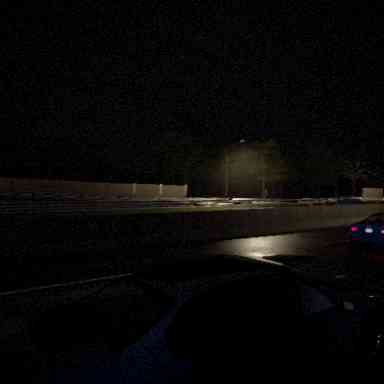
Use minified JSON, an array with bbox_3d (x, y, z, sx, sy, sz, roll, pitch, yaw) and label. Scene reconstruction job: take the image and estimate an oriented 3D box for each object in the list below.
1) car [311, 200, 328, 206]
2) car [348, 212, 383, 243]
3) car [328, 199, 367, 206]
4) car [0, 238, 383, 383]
[{"bbox_3d":[17.087,1.641,41.951,4.718,1.301,1.895,0,0,-35],"label":"car"},{"bbox_3d":[8.942,1.551,14.426,5.357,1.411,2.033,0,0,-36],"label":"car"},{"bbox_3d":[18.304,1.515,38.527,5.008,1.535,1.882,0,0,-35],"label":"car"},{"bbox_3d":[0.467,1.547,4.080,5.357,1.411,2.033,0,0,-35],"label":"car"}]
